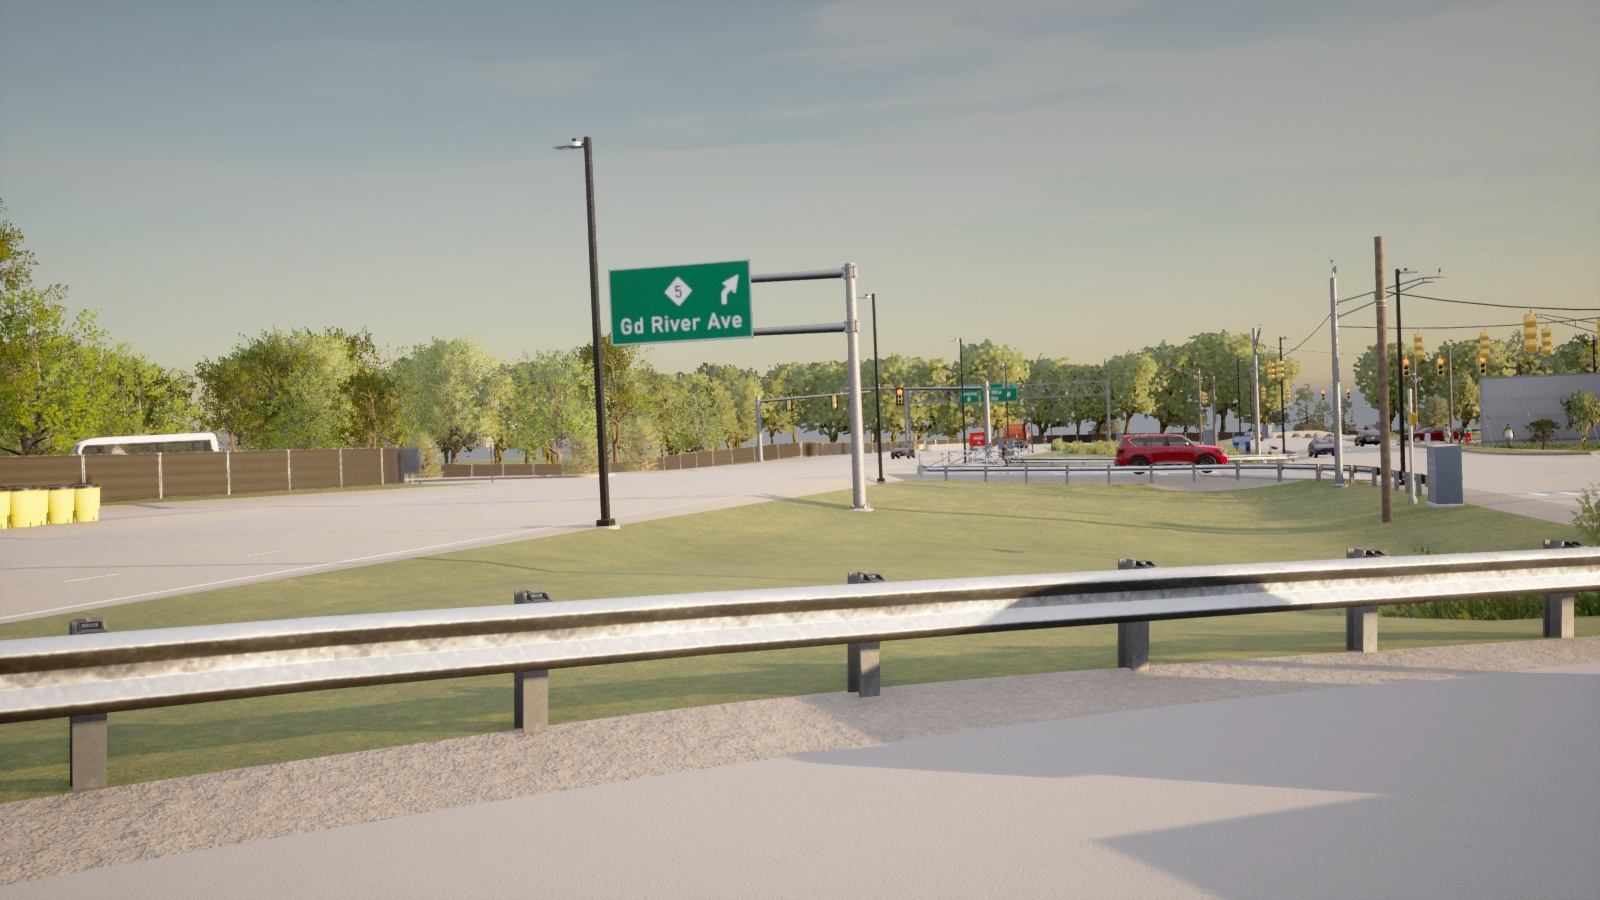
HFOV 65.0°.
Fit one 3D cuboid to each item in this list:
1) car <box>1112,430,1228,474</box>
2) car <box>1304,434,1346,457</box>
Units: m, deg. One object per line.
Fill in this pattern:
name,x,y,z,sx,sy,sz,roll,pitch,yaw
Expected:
car,18.902,0.090,64.235,5.566,2.045,2.150,-2,0,17
car,37.762,-0.345,90.435,2.033,1.411,5.357,-2,1,15
